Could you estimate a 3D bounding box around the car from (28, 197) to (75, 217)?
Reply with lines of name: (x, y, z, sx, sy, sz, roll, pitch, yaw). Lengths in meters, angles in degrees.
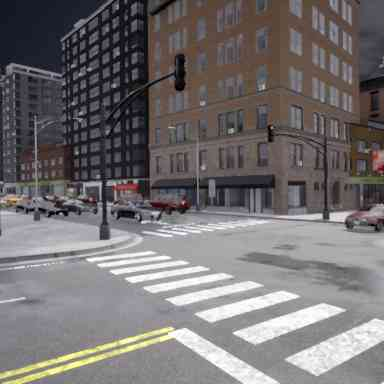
car: (-12.405, 1.417, 29.188, 1.947, 1.339, 4.313, 0, 1, -44)

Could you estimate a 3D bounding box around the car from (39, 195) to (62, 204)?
car: (-21.651, 1.136, 50.933, 1.802, 1.307, 4.206, 0, 1, -44)

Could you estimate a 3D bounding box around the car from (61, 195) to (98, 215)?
car: (-10.607, 1.336, 31.280, 1.812, 1.442, 4.674, -1, 1, -44)

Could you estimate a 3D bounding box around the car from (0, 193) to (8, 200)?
car: (-40.843, 0.885, 70.680, 1.947, 1.339, 4.313, 0, 1, -44)

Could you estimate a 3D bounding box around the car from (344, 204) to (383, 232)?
car: (10.851, 1.443, 19.450, 4.674, 1.442, 1.812, 1, 0, -36)

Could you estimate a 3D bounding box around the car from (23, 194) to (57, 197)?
car: (-17.536, 1.258, 38.424, 1.812, 1.442, 4.674, -1, 1, -44)

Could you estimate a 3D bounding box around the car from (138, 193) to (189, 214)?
car: (-2.458, 1.086, 31.182, 2.192, 1.841, 5.009, 0, 1, -44)

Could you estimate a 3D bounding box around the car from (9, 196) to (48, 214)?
car: (-16.244, 1.375, 33.137, 1.947, 1.339, 4.313, 0, 1, -44)

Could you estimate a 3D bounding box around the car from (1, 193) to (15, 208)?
car: (-23.800, 1.248, 40.912, 1.752, 1.417, 4.829, 0, 1, -44)

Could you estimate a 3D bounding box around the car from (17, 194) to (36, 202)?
car: (-29.328, 1.043, 58.832, 1.802, 1.307, 4.206, 0, 1, -44)

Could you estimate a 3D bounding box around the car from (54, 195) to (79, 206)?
car: (-17.813, 1.180, 46.983, 1.802, 1.307, 4.206, 0, 1, -44)

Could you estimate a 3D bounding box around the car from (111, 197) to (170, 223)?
car: (-4.188, 1.371, 24.677, 2.128, 1.511, 4.902, -1, 1, -44)

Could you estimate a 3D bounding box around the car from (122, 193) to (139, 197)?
car: (-6.296, 1.044, 35.132, 2.192, 1.841, 5.009, 0, 1, -44)
